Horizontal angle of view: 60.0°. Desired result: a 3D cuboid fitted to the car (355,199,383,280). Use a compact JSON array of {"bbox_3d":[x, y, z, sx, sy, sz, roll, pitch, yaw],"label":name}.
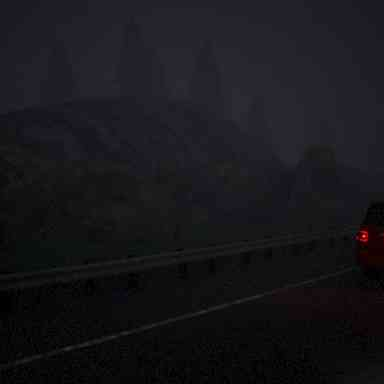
[{"bbox_3d":[6.429,1.177,8.703,5.566,2.045,2.150,0,0,-38],"label":"car"}]
